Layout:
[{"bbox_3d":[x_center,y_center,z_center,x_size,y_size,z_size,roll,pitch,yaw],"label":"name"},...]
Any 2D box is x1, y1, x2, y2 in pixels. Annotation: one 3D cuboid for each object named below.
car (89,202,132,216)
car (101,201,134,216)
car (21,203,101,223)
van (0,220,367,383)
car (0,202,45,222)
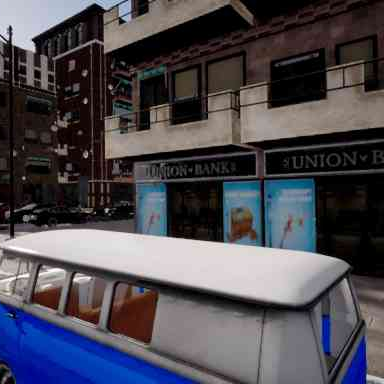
[{"bbox_3d":[-8.799,1.799,36.389,1.947,1.339,4.313,-2,-1,36],"label":"car"},{"bbox_3d":[-6.919,1.675,34.563,2.128,1.511,4.902,-1,-1,36],"label":"car"},{"bbox_3d":[-8.668,1.584,22.338,1.947,1.339,4.313,-2,-1,36],"label":"car"},{"bbox_3d":[-0.491,1.342,3.200,3.998,1.788,1.690,0,-1,35],"label":"van"},{"bbox_3d":[-12.462,1.636,26.961,1.837,1.490,4.892,-1,-1,36],"label":"car"}]
